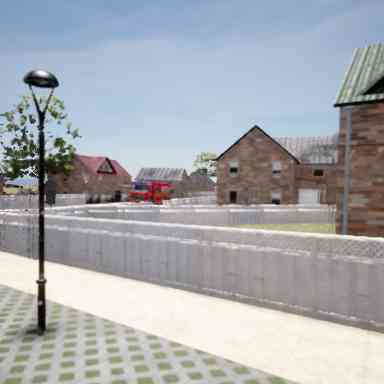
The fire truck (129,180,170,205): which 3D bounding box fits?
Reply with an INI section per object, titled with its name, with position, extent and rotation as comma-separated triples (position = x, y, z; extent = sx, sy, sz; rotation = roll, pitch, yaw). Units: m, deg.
[fire truck]
position = -6.218, 0.111, 50.405
extent = 2.891, 3.827, 8.468
rotation = 2, 1, 19
